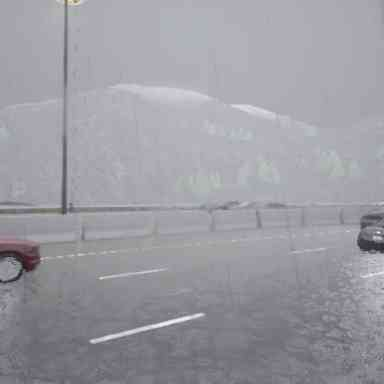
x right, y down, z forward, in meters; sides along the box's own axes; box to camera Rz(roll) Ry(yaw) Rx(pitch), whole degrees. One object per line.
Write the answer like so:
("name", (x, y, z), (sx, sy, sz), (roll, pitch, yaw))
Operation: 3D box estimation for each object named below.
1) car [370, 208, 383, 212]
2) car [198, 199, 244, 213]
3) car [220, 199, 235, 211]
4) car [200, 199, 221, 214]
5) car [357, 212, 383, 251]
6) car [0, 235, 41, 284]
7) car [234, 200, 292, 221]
("car", (11.647, 1.630, 18.815), (4.892, 1.490, 1.837), (1, 0, -28))
("car", (3.370, 1.557, 38.383), (5.008, 1.535, 1.882), (1, 0, -27))
("car", (5.367, 1.613, 31.537), (4.674, 1.442, 1.812), (1, 0, -27))
("car", (3.610, 1.581, 34.568), (4.892, 1.490, 1.837), (1, 0, -27))
("car", (8.473, 1.654, 13.075), (4.181, 1.385, 1.994), (1, 0, -30))
("car", (-6.258, 1.431, 7.795), (5.008, 1.535, 1.882), (1, 0, -36))
("car", (6.349, 1.596, 28.108), (4.892, 1.490, 1.837), (1, 0, -28))
